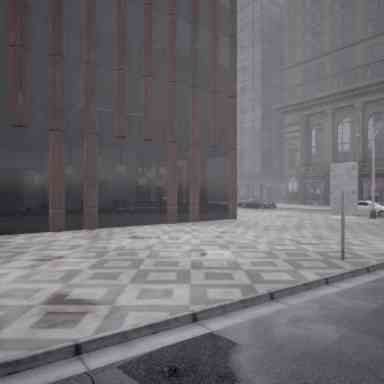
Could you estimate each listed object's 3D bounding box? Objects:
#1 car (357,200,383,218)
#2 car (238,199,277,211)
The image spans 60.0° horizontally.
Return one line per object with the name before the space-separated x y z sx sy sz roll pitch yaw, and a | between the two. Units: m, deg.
car | 15.315 1.474 28.996 1.812 1.442 4.674 0 0 -37
car | 7.749 1.514 39.465 1.895 1.301 4.718 0 0 -36
